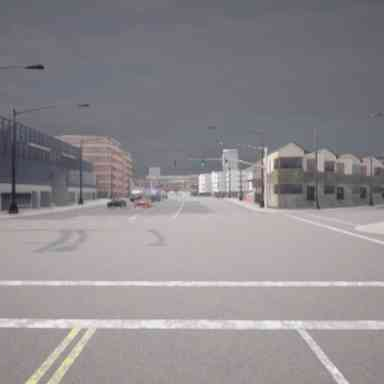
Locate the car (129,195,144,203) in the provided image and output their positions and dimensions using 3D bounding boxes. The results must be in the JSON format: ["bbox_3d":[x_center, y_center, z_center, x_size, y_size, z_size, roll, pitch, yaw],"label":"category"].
[{"bbox_3d":[-10.410,1.282,62.524,1.895,1.301,4.718,0,1,1],"label":"car"}]

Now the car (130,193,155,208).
[{"bbox_3d":[-6.983,1.331,47.358,2.097,1.767,4.553,0,1,0],"label":"car"}]

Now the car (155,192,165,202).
[{"bbox_3d":[-6.896,1.202,63.835,2.033,1.411,5.357,0,1,1],"label":"car"}]

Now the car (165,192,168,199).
[{"bbox_3d":[-6.827,0.844,79.262,2.097,1.767,4.553,0,0,0],"label":"car"}]

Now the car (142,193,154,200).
[{"bbox_3d":[-10.330,1.027,78.127,2.033,1.411,5.357,0,0,0],"label":"car"}]

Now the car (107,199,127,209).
[{"bbox_3d":[-10.488,1.585,46.585,1.895,1.301,4.718,0,1,0],"label":"car"}]
